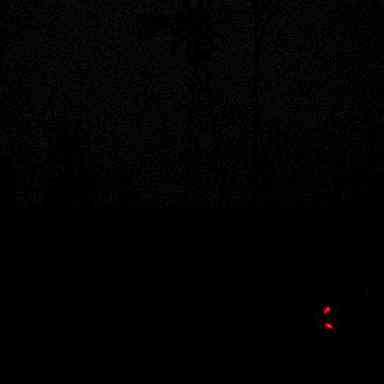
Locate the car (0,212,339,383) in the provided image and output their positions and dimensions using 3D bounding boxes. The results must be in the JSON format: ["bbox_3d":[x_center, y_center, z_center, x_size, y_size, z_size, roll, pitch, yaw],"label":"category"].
[{"bbox_3d":[-1.351,1.221,2.111,5.566,2.045,2.150,0,0,-35],"label":"car"}]
